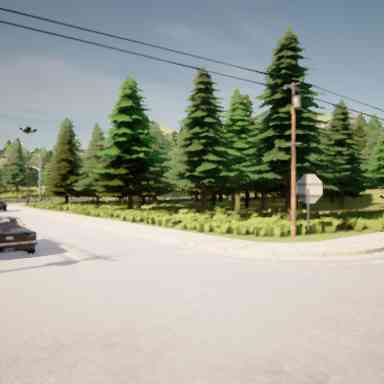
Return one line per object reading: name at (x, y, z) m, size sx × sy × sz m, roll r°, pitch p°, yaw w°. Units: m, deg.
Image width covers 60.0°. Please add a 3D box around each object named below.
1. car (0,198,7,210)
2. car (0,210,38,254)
car at (-22.074, 1.455, 37.321) m, size 2.128 × 1.511 × 4.902 m, roll 0°, pitch 0°, yaw -38°
car at (-7.408, 1.610, 12.766) m, size 1.895 × 1.301 × 4.718 m, roll 0°, pitch 0°, yaw -38°
